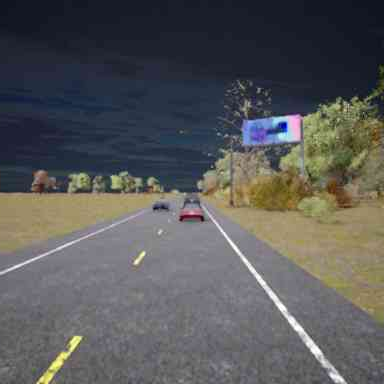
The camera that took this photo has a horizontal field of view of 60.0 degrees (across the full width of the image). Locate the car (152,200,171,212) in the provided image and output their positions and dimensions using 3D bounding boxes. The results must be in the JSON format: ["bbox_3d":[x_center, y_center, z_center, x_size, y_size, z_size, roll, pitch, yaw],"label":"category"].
[{"bbox_3d":[-3.580,1.576,39.215,1.895,1.301,4.718,0,0,0],"label":"car"}]

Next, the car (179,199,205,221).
[{"bbox_3d":[0.007,1.545,27.287,1.994,1.385,4.181,0,0,0],"label":"car"}]

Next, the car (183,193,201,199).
[{"bbox_3d":[0.005,1.191,44.126,2.150,2.045,5.566,0,0,0],"label":"car"}]
